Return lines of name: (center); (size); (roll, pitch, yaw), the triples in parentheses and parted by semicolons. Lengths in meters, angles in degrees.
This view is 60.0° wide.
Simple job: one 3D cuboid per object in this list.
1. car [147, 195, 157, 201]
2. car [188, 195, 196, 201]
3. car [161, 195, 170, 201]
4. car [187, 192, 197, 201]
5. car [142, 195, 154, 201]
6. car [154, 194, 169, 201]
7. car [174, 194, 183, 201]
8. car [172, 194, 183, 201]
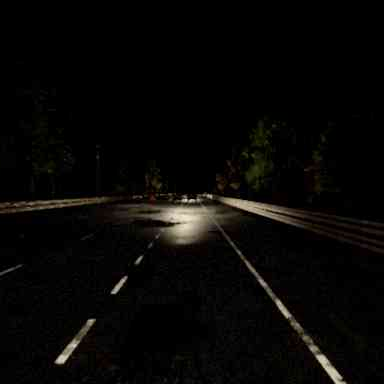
car: (-10.500, 1.498, 87.549); (1.994, 1.385, 4.181); (0, 0, 0)
car: (0.000, 1.486, 87.550); (2.033, 1.411, 5.357); (0, 0, 0)
car: (-7.000, 1.485, 87.550); (2.033, 1.411, 5.357); (0, 0, 0)
car: (0.000, 1.072, 77.152); (2.150, 2.045, 5.566); (0, 0, 0)
car: (-10.500, 1.371, 77.122); (2.128, 1.511, 4.902); (0, 0, 0)
car: (-7.000, 1.324, 77.122); (1.882, 1.535, 5.008); (0, 0, 0)
car: (-3.500, 1.301, 87.520); (2.097, 1.767, 4.553); (0, 0, 0)
car: (-3.500, 1.399, 77.504); (1.994, 1.385, 4.181); (0, 0, 0)
